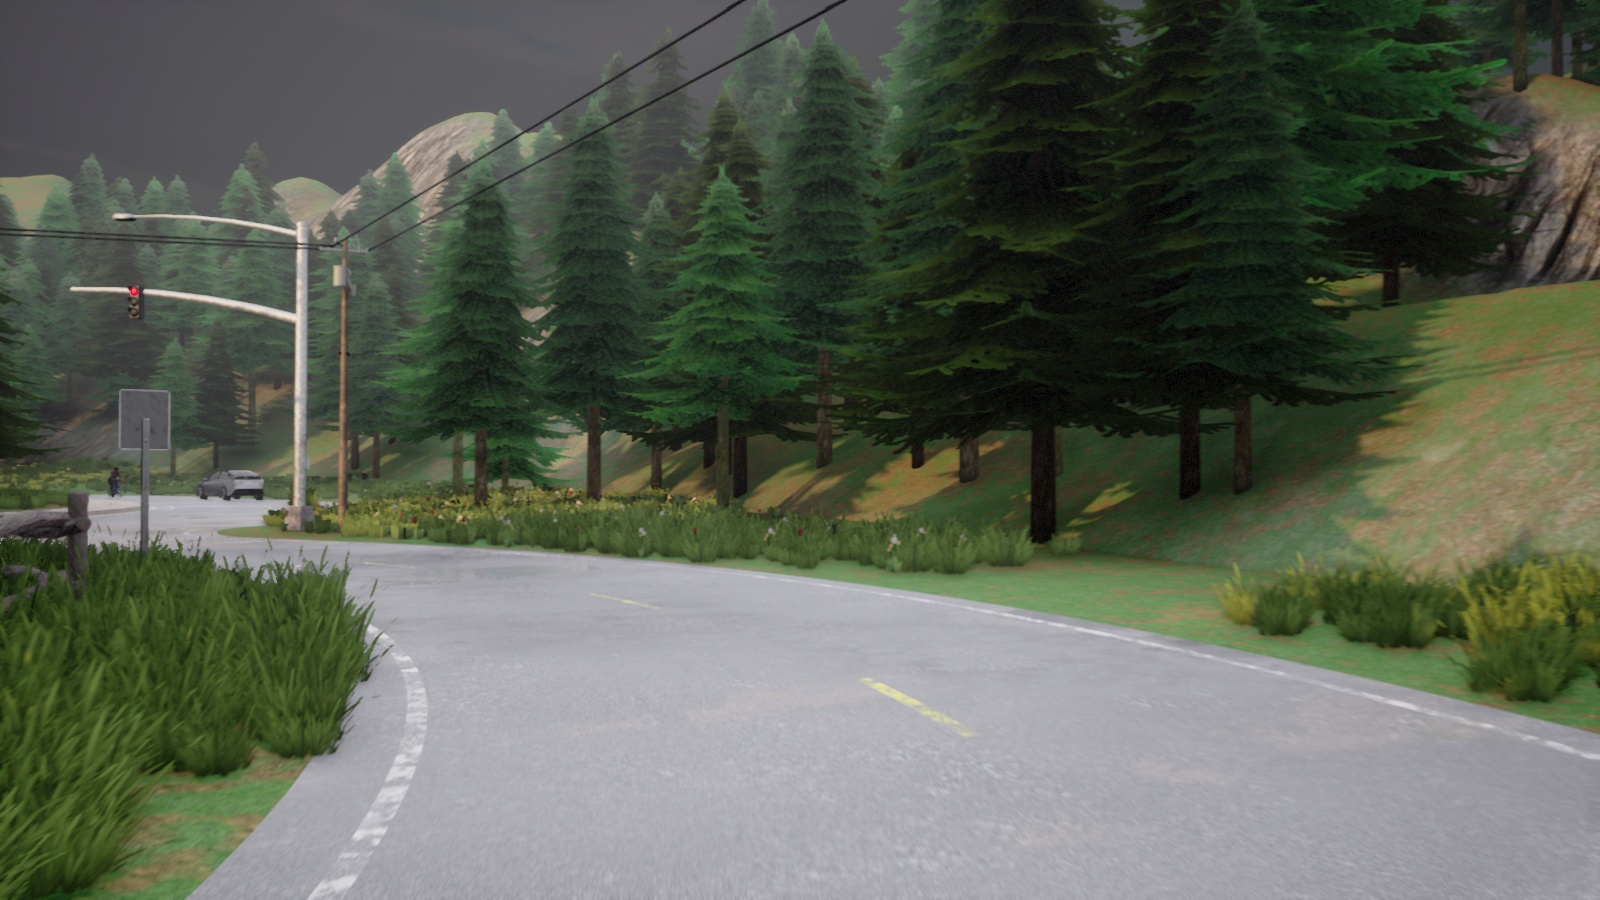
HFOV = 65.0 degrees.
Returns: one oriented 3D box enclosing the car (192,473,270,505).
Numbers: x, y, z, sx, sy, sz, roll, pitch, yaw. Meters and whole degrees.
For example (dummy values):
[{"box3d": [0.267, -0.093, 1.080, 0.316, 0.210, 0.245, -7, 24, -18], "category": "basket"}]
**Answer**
[{"box3d": [-28.219, 1.914, 62.190, 4.514, 1.525, 2.007, -1, -1, 44], "category": "car"}]
